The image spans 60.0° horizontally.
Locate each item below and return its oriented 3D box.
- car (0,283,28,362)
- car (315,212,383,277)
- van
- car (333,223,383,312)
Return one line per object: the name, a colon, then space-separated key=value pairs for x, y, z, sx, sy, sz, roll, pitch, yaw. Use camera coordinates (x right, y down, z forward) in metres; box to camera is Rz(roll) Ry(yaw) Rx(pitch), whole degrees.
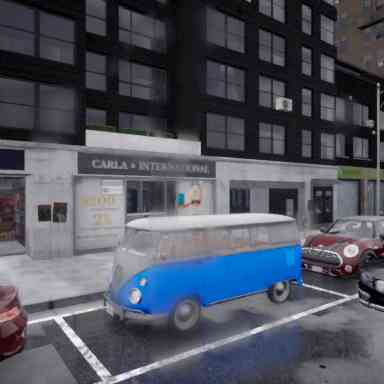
car: x=-3.991 y=1.582 z=3.334 sx=4.206 sy=1.307 sz=1.802 roll=0 pitch=0 yaw=-36
car: x=4.806 y=1.440 z=9.643 sx=4.097 sy=1.590 sz=1.967 roll=0 pitch=0 yaw=-36
van: x=0.407 y=1.341 z=6.489 sx=3.998 sy=1.788 sz=1.690 roll=0 pitch=0 yaw=-36
car: x=5.276 y=1.491 z=6.734 sx=4.902 sy=1.511 sz=2.128 roll=0 pitch=0 yaw=-36
